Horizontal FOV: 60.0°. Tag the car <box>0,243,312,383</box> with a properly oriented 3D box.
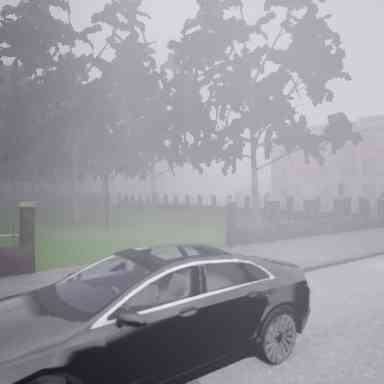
[{"bbox_3d":[-0.509,1.492,4.233,4.902,1.511,2.128,0,0,-35],"label":"car"}]
